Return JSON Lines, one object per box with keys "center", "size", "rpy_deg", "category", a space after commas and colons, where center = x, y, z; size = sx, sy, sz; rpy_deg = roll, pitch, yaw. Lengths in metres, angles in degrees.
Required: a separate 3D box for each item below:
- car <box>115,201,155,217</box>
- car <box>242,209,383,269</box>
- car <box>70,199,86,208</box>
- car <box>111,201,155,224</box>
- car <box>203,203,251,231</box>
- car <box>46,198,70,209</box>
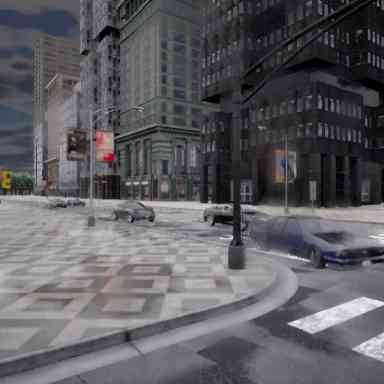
{"center": [-5.634, 1.584, 32.361], "size": [1.895, 1.301, 4.718], "rpy_deg": [0, 0, -35], "category": "car"}
{"center": [3.960, 1.551, 11.605], "size": [2.033, 1.411, 5.357], "rpy_deg": [0, 0, -18], "category": "car"}
{"center": [-17.042, 1.610, 48.543], "size": [1.895, 1.301, 4.718], "rpy_deg": [0, 0, -35], "category": "car"}
{"center": [-4.536, 1.496, 25.214], "size": [1.837, 1.490, 4.892], "rpy_deg": [0, 0, -35], "category": "car"}
{"center": [2.665, 1.481, 20.705], "size": [2.128, 1.511, 4.902], "rpy_deg": [0, 0, -35], "category": "car"}
{"center": [-18.225, 1.558, 44.560], "size": [1.994, 1.385, 4.181], "rpy_deg": [0, 0, -35], "category": "car"}
